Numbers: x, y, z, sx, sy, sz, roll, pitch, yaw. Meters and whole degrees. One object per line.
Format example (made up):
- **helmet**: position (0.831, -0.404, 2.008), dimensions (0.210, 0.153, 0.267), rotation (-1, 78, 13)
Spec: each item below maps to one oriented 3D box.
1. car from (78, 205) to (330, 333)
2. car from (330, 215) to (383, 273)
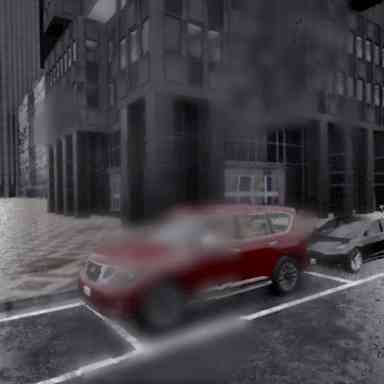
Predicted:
- **car**: position (0.344, 1.249, 6.873), dimensions (5.009, 1.841, 2.192), rotation (-1, 0, -35)
- **car**: position (4.924, 1.415, 10.105), dimensions (4.313, 1.339, 1.947), rotation (-1, 0, -35)
